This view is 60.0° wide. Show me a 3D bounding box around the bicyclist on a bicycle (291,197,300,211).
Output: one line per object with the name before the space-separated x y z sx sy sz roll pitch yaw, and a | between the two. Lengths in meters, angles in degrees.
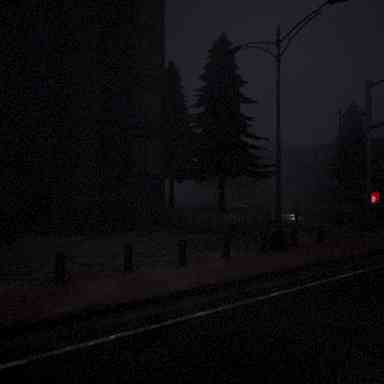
bicyclist on a bicycle | 11.427 1.316 36.632 1.656 1.620 0.582 0 0 -37

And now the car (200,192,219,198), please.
car | 5.081 1.113 92.433 1.932 1.855 4.605 0 0 -37

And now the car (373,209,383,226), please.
car | 13.998 1.538 20.970 1.812 1.442 4.674 0 0 -38

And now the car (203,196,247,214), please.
car | 3.554 1.493 34.642 1.882 1.535 5.008 0 0 -37

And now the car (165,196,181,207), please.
car | -3.646 1.616 50.434 1.895 1.301 4.718 0 0 -34

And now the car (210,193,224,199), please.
car | 7.168 1.092 94.497 1.905 1.878 3.866 0 0 -37
